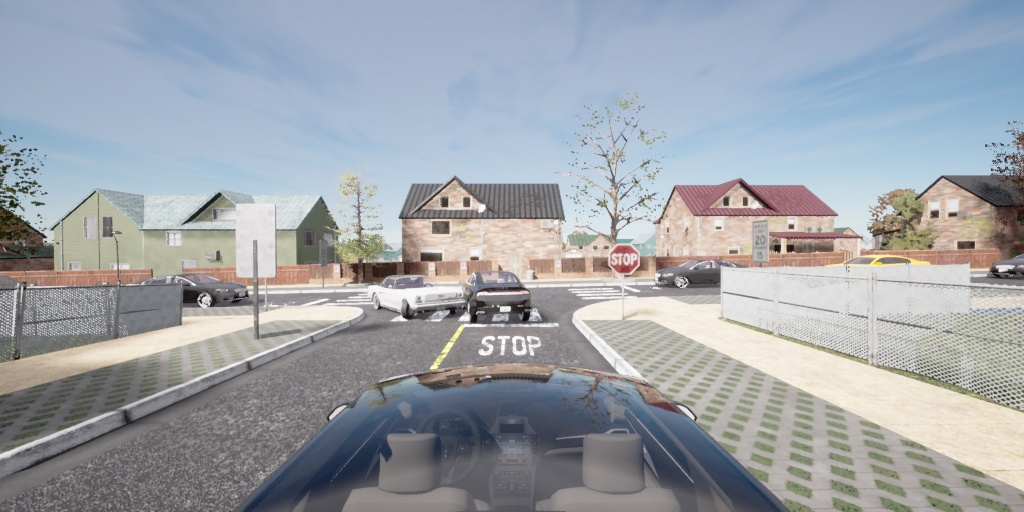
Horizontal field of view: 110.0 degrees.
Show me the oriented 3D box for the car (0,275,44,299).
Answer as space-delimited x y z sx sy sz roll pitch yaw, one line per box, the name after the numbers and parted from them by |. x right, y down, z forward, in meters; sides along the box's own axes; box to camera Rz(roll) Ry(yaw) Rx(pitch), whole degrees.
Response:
-24.241 1.648 16.489 4.553 1.767 2.097 -1 1 0 | car

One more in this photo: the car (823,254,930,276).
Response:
19.759 0.690 19.624 5.008 1.535 1.882 -1 1 -1 | car

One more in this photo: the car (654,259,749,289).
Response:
10.328 0.926 19.587 4.902 1.511 2.128 -1 1 0 | car

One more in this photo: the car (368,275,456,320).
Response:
-3.603 1.368 13.036 1.895 1.301 4.718 0 0 -38 | car

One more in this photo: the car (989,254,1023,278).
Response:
29.383 0.478 19.662 4.902 1.511 2.128 -1 1 0 | car

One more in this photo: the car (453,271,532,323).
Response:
-0.687 1.243 12.177 2.128 1.511 4.902 0 0 -12 | car

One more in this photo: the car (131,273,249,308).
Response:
-14.904 1.567 16.531 4.902 1.511 2.128 -1 1 0 | car
